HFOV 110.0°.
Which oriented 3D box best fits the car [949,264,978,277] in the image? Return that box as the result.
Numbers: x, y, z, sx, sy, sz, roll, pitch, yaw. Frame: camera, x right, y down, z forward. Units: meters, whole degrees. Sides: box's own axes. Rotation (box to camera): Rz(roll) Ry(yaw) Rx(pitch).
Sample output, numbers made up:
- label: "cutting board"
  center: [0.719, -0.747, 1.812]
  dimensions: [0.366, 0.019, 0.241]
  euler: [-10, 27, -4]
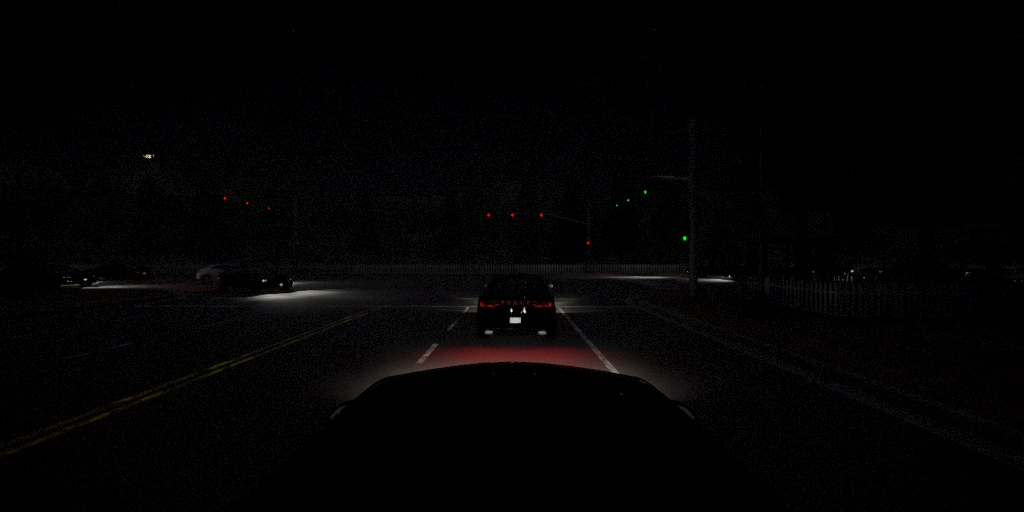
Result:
- label: "car"
  center: [37.673, 1.295, 31.599]
  dimensions: [4.718, 1.301, 1.895]
  euler: [0, 0, 9]

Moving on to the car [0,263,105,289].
- label: "car"
  center: [-28.692, 1.199, 22.063]
  dimensions: [4.892, 1.490, 1.837]
  euler: [0, 0, 0]

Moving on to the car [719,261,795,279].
- label: "car"
  center: [20.236, 1.242, 29.018]
  dimensions: [5.357, 1.411, 2.033]
  euler: [0, 0, -1]

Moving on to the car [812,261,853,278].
- label: "car"
  center: [27.749, 1.186, 32.317]
  dimensions: [4.902, 1.511, 2.128]
  euler: [0, 0, 2]

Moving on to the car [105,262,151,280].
- label: "car"
  center: [-32.356, 1.220, 29.323]
  dimensions: [4.674, 1.442, 1.812]
  euler: [0, 0, 0]

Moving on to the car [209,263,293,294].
- label: "car"
  center: [-14.477, 1.253, 20.126]
  dimensions: [4.674, 1.442, 1.812]
  euler: [0, 0, 24]

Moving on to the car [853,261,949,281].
- label: "car"
  center: [31.008, 1.172, 28.707]
  dimensions: [5.008, 1.535, 1.882]
  euler: [0, 0, 3]

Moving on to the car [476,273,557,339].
- label: "car"
  center: [0.174, 1.228, 10.159]
  dimensions: [1.882, 1.535, 5.008]
  euler: [0, 0, 2]

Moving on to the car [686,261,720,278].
- label: "car"
  center: [18.418, 1.186, 32.496]
  dimensions: [4.902, 1.511, 2.128]
  euler: [0, 0, 1]

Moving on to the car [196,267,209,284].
- label: "car"
  center: [-19.760, 1.220, 25.543]
  dimensions: [4.674, 1.442, 1.812]
  euler: [0, 0, 0]

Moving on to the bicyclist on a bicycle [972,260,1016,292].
- label: "bicyclist on a bicycle"
  center: [22.822, 0.995, 17.020]
  dimensions: [0.582, 1.620, 1.656]
  euler: [0, 0, 0]
